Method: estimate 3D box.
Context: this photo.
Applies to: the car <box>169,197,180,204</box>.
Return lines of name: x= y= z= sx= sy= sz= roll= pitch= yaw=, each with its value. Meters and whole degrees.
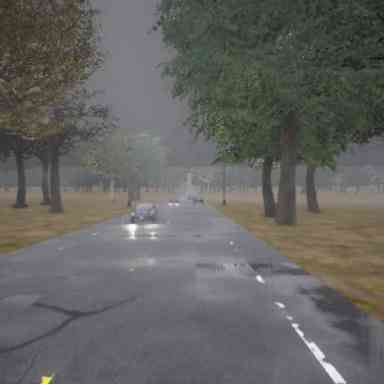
car: x=-3.504 y=1.616 z=66.644 sx=1.994 sy=1.385 sz=4.181 roll=0 pitch=0 yaw=0

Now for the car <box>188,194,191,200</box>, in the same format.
car: x=-0.001 y=1.192 z=83.267 sx=2.097 sy=1.767 sz=4.553 roll=0 pitch=0 yaw=0

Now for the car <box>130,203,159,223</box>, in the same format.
car: x=-3.597 y=1.565 z=25.918 sx=1.812 sy=1.442 sz=4.674 roll=0 pitch=0 yaw=0

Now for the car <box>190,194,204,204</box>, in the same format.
car: x=1.224 y=1.404 z=63.927 sx=2.097 sy=1.767 sz=4.553 roll=0 pitch=0 yaw=0
